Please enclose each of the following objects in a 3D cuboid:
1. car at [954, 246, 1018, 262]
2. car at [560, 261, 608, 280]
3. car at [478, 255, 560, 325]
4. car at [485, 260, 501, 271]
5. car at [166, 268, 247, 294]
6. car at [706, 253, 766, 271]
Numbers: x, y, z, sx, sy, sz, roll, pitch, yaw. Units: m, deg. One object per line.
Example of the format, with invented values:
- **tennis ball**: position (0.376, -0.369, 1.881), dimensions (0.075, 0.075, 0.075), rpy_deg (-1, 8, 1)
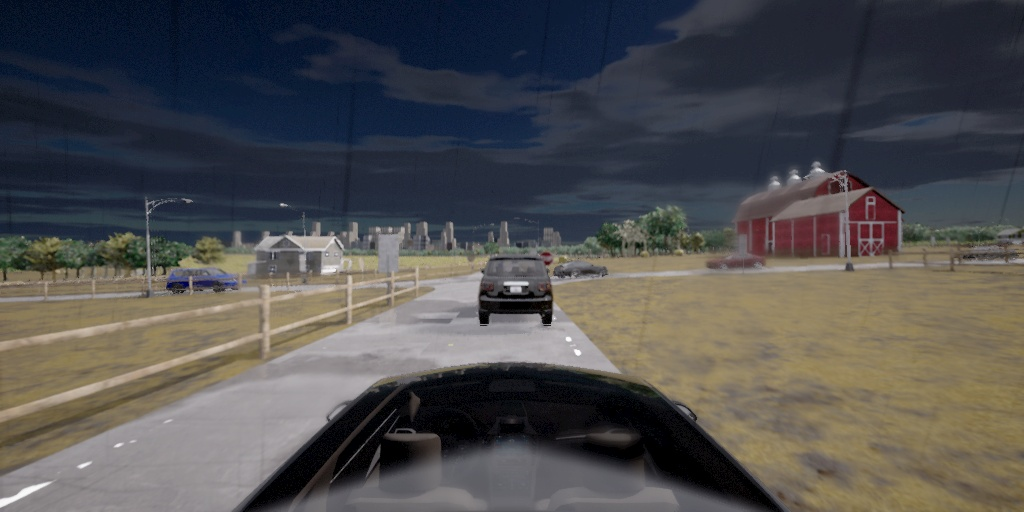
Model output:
- **car**: position (43.322, -0.226, 32.945), dimensions (4.181, 1.385, 1.994), rpy_deg (-2, 0, 0)
- **car**: position (5.645, 1.097, 29.445), dimensions (4.674, 1.442, 1.812), rpy_deg (-2, -1, -25)
- **car**: position (0.098, 1.005, 12.137), dimensions (2.150, 2.045, 5.566), rpy_deg (0, -1, 0)
- **car**: position (-2.860, 1.450, 54.790), dimensions (2.128, 1.511, 4.902), rpy_deg (0, 0, 0)
- **car**: position (-25.407, 2.014, 29.903), dimensions (5.566, 2.045, 2.150), rpy_deg (-2, 0, 0)
- **car**: position (20.511, 0.506, 32.943), dimensions (5.008, 1.535, 1.882), rpy_deg (-2, 0, 0)
